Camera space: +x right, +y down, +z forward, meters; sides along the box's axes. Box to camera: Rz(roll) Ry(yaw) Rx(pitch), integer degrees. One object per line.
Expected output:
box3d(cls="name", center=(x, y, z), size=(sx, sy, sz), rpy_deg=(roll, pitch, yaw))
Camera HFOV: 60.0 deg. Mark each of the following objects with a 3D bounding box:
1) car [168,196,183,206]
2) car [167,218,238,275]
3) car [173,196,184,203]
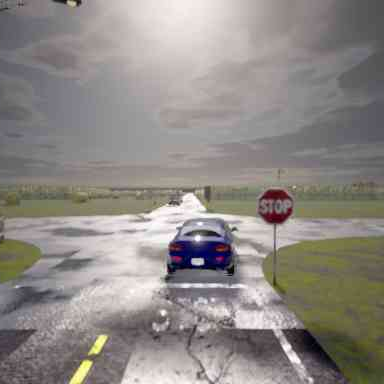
box3d(cls="car", center=(-2.859, 1.532, 54.583), size=(1.837, 1.490, 4.892), rpy_deg=(0, 0, 0))
box3d(cls="car", center=(0.435, 1.525, 10.408), size=(1.812, 1.442, 4.674), rpy_deg=(0, 0, 7))
box3d(cls="car", center=(-2.827, 1.584, 69.961), size=(2.033, 1.411, 5.357), rpy_deg=(0, 0, 0))
